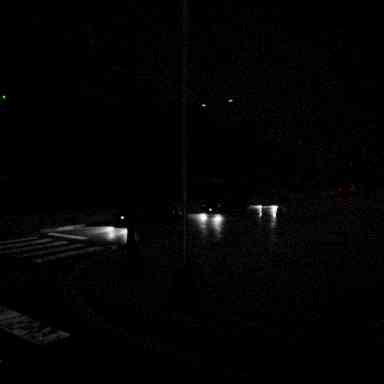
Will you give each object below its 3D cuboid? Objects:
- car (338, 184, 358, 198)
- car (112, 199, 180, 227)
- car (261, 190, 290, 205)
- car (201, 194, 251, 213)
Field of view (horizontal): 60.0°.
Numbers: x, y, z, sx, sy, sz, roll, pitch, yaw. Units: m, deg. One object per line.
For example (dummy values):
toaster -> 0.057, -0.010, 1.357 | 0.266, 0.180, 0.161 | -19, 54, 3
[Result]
car -> 24.393, -0.221, 51.953 | 2.150, 2.045, 5.566 | 0, 2, 35
car -> -2.524, 1.116, 19.102 | 1.994, 1.385, 4.181 | 0, 2, 35
car -> 8.895, 0.555, 35.197 | 1.837, 1.490, 4.892 | 0, 2, 35
car -> 2.887, 0.856, 26.734 | 2.033, 1.411, 5.357 | 0, 2, 35
